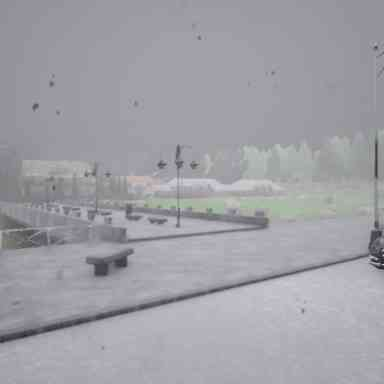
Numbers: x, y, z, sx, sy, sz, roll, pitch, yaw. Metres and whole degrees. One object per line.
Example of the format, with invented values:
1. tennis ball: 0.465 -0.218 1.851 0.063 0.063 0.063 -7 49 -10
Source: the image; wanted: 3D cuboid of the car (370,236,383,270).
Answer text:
1. car: 7.048 1.438 9.635 4.892 1.490 1.837 0 0 -35
